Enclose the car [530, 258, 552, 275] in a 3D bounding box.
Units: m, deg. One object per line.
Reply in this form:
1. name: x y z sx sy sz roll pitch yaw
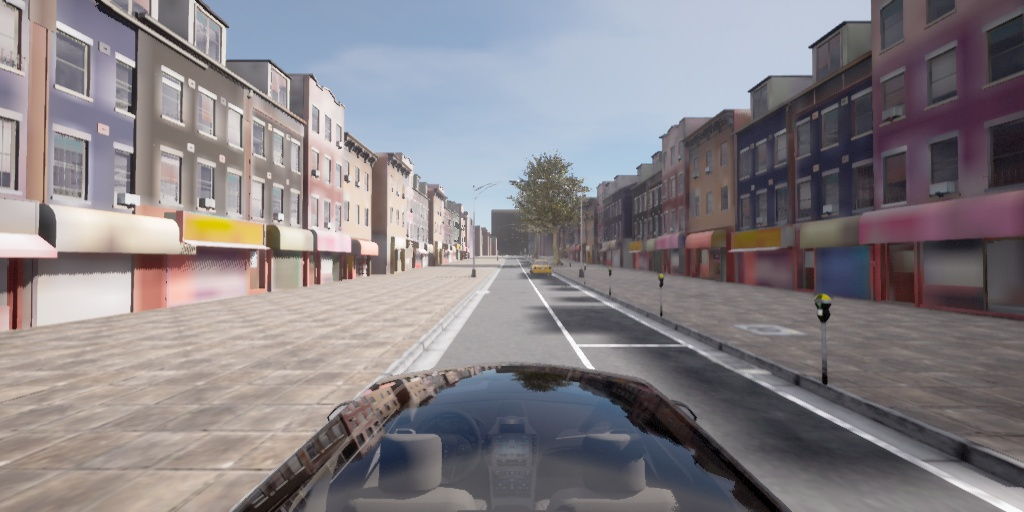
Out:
1. car: 2.750 1.010 34.601 1.801 1.575 5.366 0 1 0
